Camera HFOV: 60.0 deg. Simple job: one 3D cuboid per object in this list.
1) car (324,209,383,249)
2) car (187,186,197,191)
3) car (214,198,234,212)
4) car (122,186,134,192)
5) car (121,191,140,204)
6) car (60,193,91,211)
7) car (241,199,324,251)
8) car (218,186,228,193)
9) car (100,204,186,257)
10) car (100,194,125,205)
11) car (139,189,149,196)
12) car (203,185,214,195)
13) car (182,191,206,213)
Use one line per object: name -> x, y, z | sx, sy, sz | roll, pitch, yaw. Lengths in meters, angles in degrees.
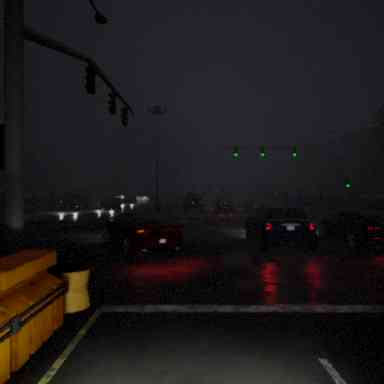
car -> 7.097, 1.489, 14.331 | 1.837, 1.490, 4.892 | 0, 0, 0
car -> 0.091, -0.451, 72.350 | 2.097, 1.767, 4.553 | 0, 7, 0
car -> 3.596, 1.445, 37.960 | 2.128, 1.511, 4.902 | 0, 0, 0
car -> -13.910, -0.435, 72.215 | 2.097, 1.767, 4.553 | 0, 7, 0
car -> -10.537, 1.127, 56.386 | 1.812, 1.442, 4.674 | 0, 3, 1
car -> -14.091, 1.166, 40.533 | 2.150, 2.045, 5.566 | 0, 1, 0
car -> 3.596, 1.336, 14.221 | 2.097, 1.767, 4.553 | 0, 0, 0
car -> 7.107, -0.620, 75.260 | 1.994, 1.385, 4.181 | 0, 7, 0
car -> -2.098, 1.463, 13.184 | 1.882, 1.535, 5.008 | 1, 0, -27
car -> -10.578, 1.420, 43.490 | 1.882, 1.535, 5.008 | 0, 0, 0
car -> -10.418, -0.029, 70.794 | 1.895, 1.301, 4.718 | 0, 6, 0
car -> 3.593, -0.639, 72.788 | 2.150, 2.045, 5.566 | 0, 7, 0
car -> 0.096, 1.177, 37.120 | 2.150, 2.045, 5.566 | 0, 0, 0
